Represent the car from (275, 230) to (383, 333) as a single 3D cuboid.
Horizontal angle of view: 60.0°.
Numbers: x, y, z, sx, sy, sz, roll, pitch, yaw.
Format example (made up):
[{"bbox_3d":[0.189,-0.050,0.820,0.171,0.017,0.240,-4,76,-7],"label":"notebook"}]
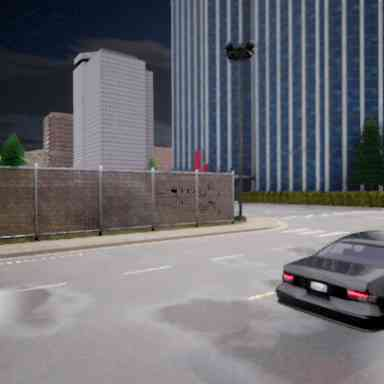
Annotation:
[{"bbox_3d":[4.004,1.497,6.609,5.357,1.411,2.033,-1,0,-36],"label":"car"}]
